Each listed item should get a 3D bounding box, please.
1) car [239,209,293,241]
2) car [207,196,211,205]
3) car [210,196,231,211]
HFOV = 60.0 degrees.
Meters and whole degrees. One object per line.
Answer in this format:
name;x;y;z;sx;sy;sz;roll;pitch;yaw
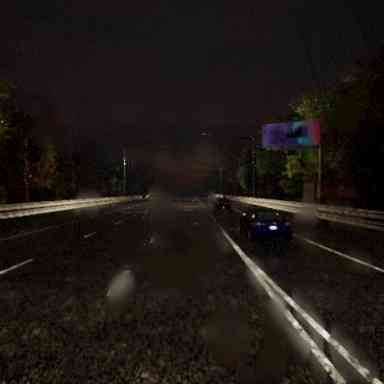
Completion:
car;3.547;1.536;16.615;1.994;1.385;4.181;0;0;-1
car;3.499;1.441;56.883;2.033;1.411;5.357;0;0;0
car;3.501;1.432;39.023;1.837;1.490;4.892;0;0;0
